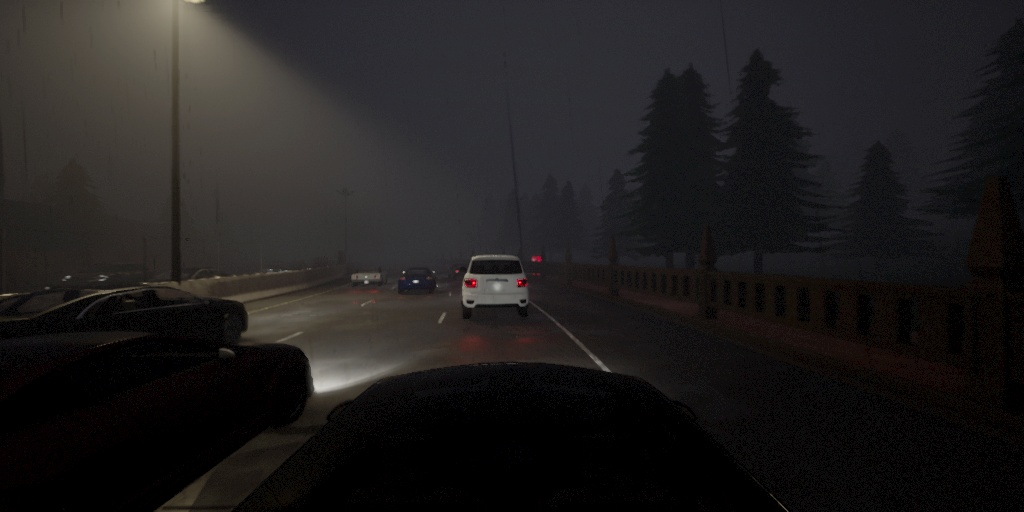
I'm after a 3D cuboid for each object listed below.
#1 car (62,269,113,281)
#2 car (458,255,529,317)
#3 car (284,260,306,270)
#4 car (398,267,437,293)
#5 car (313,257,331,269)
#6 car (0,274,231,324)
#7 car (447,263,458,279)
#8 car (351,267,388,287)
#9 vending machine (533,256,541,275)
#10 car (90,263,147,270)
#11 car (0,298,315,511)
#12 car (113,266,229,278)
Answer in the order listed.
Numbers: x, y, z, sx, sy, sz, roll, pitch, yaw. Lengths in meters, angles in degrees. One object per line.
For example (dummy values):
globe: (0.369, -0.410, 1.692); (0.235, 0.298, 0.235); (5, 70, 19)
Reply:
car: (-19.148, 1.436, 17.249); (1.895, 1.301, 4.718); (0, 0, -11)
car: (-0.742, 0.982, 13.398); (2.150, 2.045, 5.566); (0, 0, -6)
car: (-33.238, 1.409, 55.613); (2.128, 1.511, 4.902); (0, 0, -24)
car: (-5.546, 1.348, 21.298); (1.994, 1.385, 4.181); (0, 0, -10)
car: (-29.475, 1.122, 55.770); (2.150, 2.045, 5.566); (0, 0, -24)
car: (-7.204, 1.273, 6.676); (2.128, 1.511, 4.902); (0, 0, -3)
car: (-4.724, 1.336, 32.718); (2.033, 1.411, 5.357); (0, 0, -17)
car: (-10.012, 1.405, 25.535); (1.895, 1.301, 4.718); (0, 0, -13)
vending machine: (2.613, 0.957, 35.754); (1.100, 2.100, 0.880); (0, 0, -17)
car: (-23.593, 1.207, 21.218); (2.097, 1.767, 4.553); (0, 0, -14)
car: (-3.580, 1.329, 3.044); (1.994, 1.385, 4.181); (0, 0, -1)
car: (-15.647, 1.313, 17.299); (2.128, 1.511, 4.902); (0, 0, -10)
